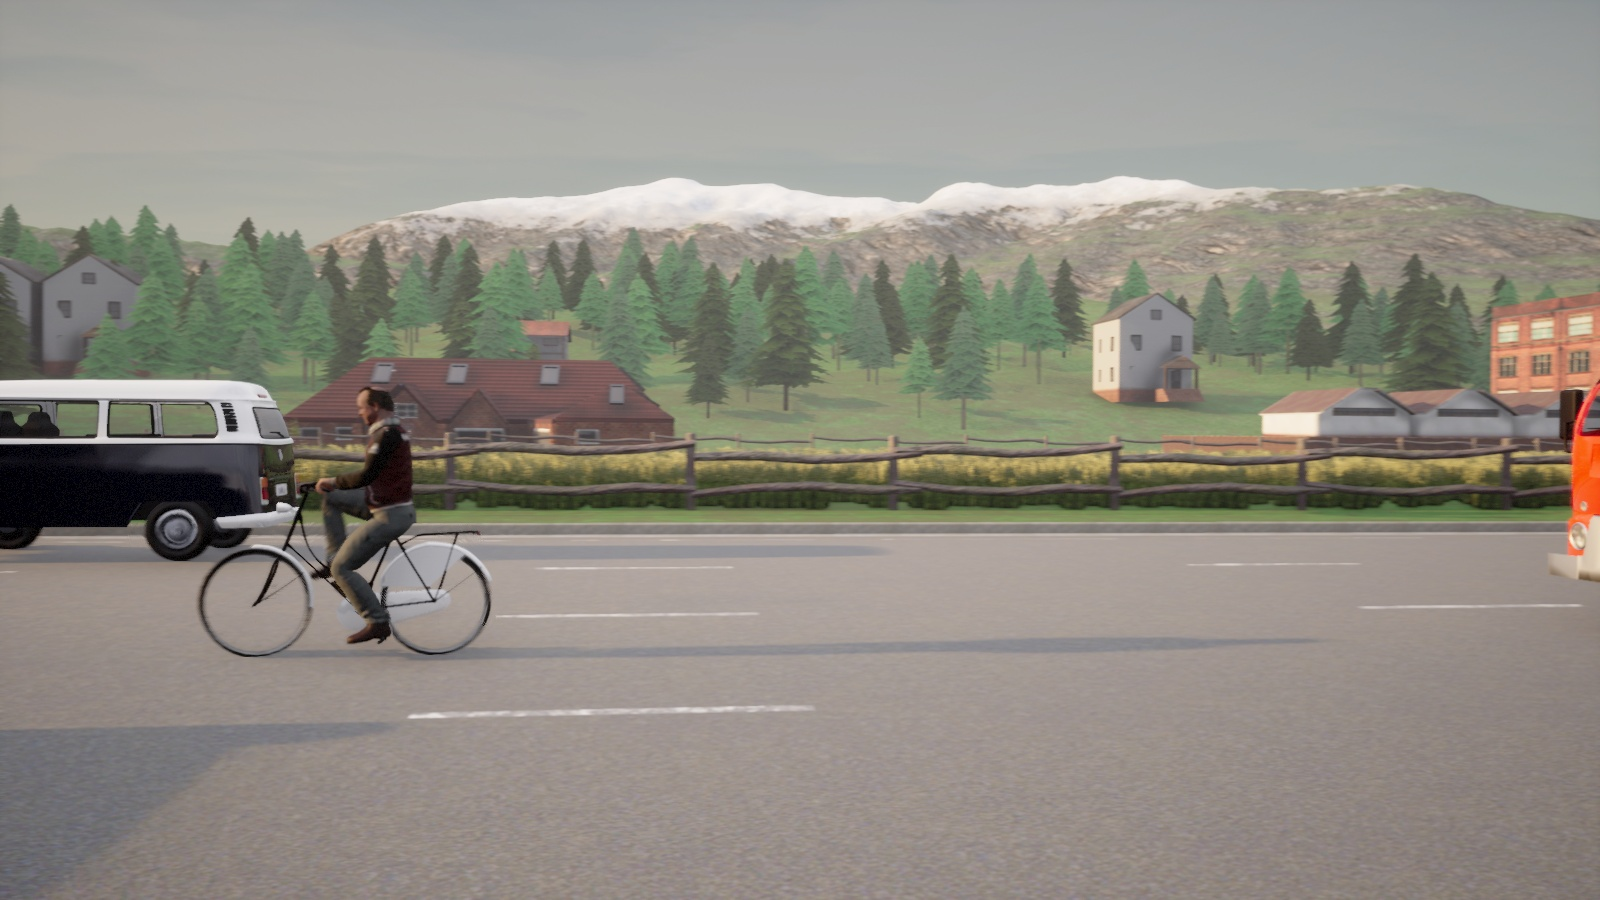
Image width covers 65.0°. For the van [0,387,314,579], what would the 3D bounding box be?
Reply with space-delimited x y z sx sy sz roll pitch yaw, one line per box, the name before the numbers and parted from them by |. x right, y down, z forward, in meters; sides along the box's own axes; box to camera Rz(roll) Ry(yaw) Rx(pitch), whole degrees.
van | -8.235 0.344 14.522 4.480 2.038 2.069 -1 1 -7

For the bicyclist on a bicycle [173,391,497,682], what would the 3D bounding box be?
bicyclist on a bicycle | -2.944 0.522 8.112 1.843 1.776 0.659 0 1 -7

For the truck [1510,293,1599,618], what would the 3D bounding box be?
truck | 8.685 0.018 9.513 5.204 2.467 2.627 -1 1 -7
